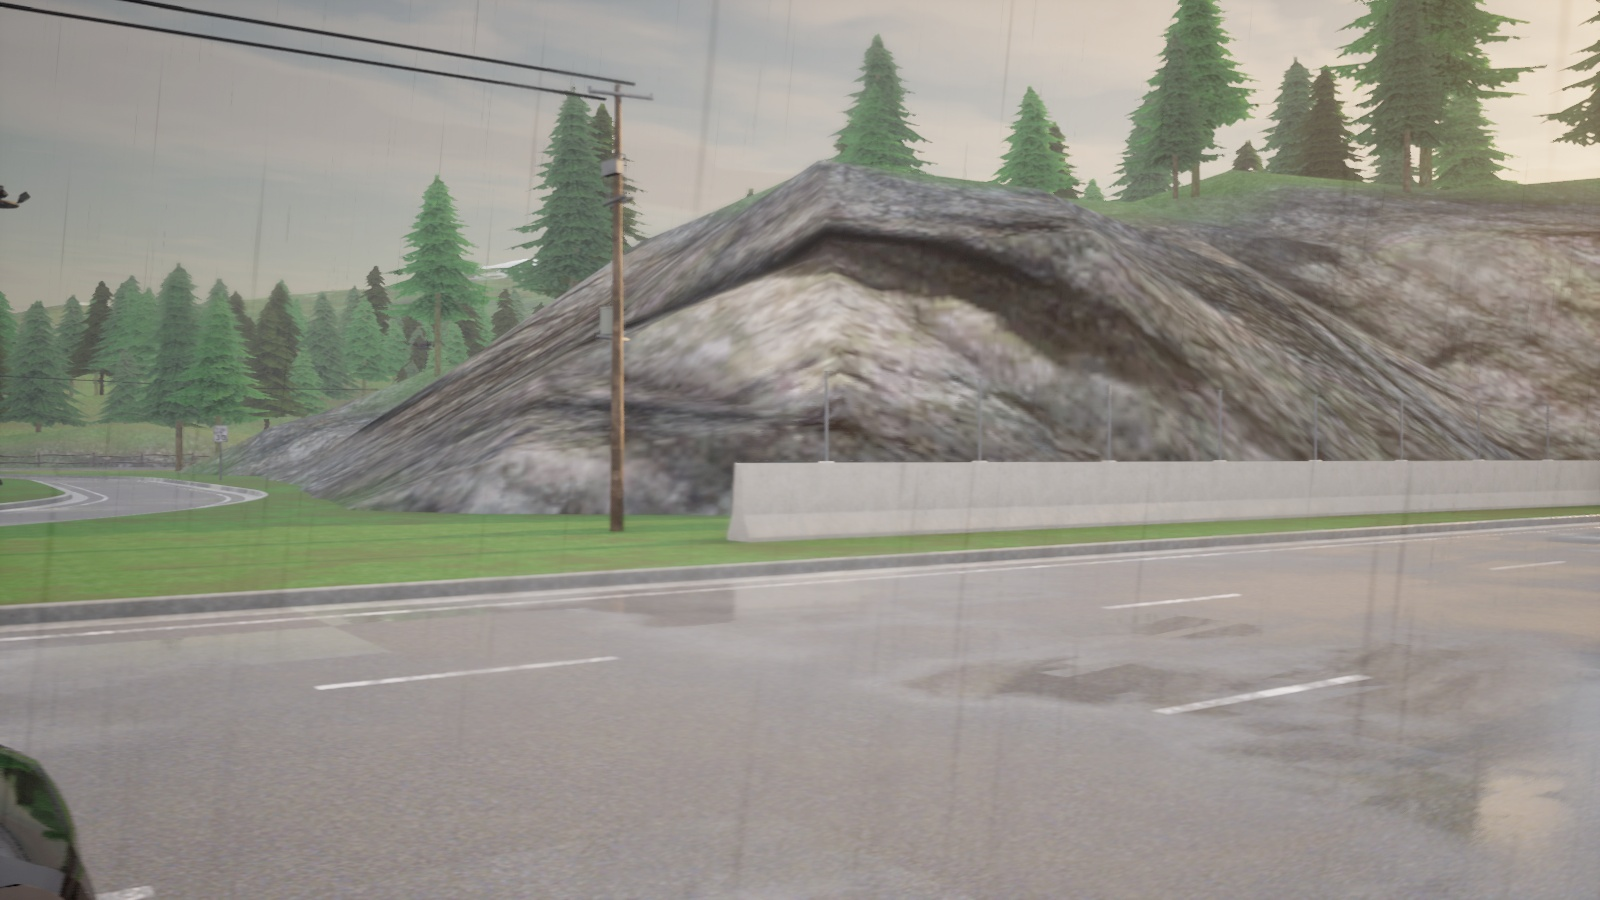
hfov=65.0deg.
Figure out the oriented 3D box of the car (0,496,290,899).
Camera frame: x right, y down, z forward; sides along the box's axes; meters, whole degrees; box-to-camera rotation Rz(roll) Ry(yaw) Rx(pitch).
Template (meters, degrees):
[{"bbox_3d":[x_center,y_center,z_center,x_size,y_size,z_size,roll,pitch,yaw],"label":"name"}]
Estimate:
[{"bbox_3d":[-3.059,0.819,1.530,4.181,1.385,1.994,0,0,-35],"label":"car"}]
